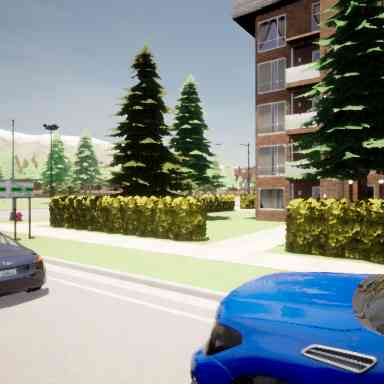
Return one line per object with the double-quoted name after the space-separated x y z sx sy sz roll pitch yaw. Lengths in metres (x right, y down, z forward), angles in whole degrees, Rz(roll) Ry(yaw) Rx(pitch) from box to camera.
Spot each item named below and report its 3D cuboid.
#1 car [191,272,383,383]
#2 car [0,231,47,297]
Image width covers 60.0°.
2.640 1.219 2.105 5.566 2.045 2.150 0 0 36 "car"
-5.253 1.564 7.712 4.181 1.385 1.994 0 0 36 "car"
